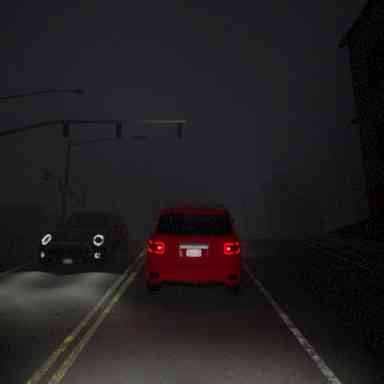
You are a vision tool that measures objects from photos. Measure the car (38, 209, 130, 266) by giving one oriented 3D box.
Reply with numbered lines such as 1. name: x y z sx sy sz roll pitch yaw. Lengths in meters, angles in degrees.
1. car: -3.627 1.470 11.962 2.097 1.767 4.553 1 -1 0

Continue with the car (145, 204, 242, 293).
1. car: 0.063 1.348 9.364 2.150 2.045 5.566 1 -1 1
